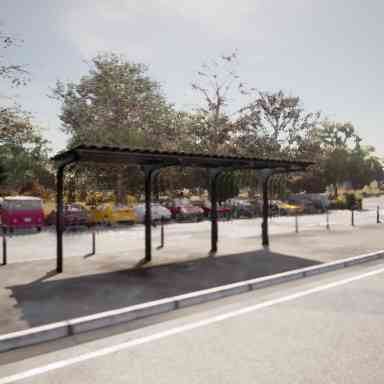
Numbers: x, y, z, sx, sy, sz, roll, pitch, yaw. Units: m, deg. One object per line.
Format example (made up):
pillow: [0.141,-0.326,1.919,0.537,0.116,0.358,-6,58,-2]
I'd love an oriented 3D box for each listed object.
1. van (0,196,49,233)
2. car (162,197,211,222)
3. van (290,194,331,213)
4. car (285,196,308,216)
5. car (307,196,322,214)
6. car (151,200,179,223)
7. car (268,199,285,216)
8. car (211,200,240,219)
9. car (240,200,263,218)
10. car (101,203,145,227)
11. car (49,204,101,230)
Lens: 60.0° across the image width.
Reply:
van: [-10.092,1.253,19.644,1.878,1.987,4.442,0,0,-36]
car: [-1.010,1.327,26.032,2.185,1.767,4.553,0,0,-36]
van: [12.622,1.195,35.594,1.878,1.987,4.442,0,0,-36]
car: [8.147,1.427,32.310,1.946,1.575,5.366,0,0,-36]
car: [10.281,1.455,34.101,2.163,1.488,4.792,0,0,-36]
car: [-3.248,1.499,24.390,2.002,1.452,4.674,0,0,-36]
car: [5.765,1.465,30.872,2.163,1.488,4.792,0,0,-36]
car: [1.263,1.446,27.625,2.097,1.535,5.008,0,0,-36]
car: [3.528,1.442,29.230,2.231,1.521,4.892,0,0,-36]
car: [-5.504,1.465,22.774,2.097,1.535,5.008,0,0,-36]
car: [-7.765,1.512,21.160,2.002,1.452,4.674,0,0,-36]
